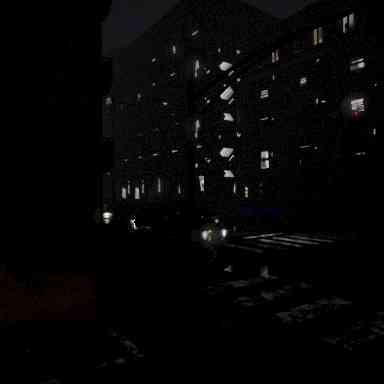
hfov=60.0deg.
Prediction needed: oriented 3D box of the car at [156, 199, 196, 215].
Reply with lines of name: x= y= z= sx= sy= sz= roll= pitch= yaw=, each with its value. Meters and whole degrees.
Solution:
car: x=-1.761 y=1.450 z=34.235 sx=1.752 sy=1.417 sz=4.829 roll=0 pitch=0 yaw=-36

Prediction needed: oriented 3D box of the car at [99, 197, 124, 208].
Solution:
car: x=-11.616 y=1.463 z=47.858 sx=1.887 sy=1.381 sz=4.507 roll=-1 pitch=0 yaw=-36

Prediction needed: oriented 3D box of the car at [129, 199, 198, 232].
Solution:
car: x=-1.826 y=1.441 z=20.026 sx=1.967 sy=1.590 sz=4.097 roll=0 pitch=0 yaw=-36

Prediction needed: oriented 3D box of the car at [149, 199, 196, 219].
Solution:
car: x=-1.858 y=1.424 z=29.940 sx=1.882 sy=1.535 sz=5.008 roll=-1 pitch=0 yaw=-36

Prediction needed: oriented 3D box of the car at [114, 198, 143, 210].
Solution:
car: x=-8.298 y=1.463 z=43.271 sx=1.887 sy=1.381 sz=4.507 roll=-1 pitch=0 yaw=-36

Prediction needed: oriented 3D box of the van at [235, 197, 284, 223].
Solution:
van: x=4.975 y=1.280 z=24.922 sx=1.690 sy=1.788 sz=3.998 roll=0 pitch=0 yaw=-36

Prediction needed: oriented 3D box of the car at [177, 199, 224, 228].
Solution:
car: x=0.043 y=1.473 z=21.859 sx=2.128 sy=1.511 sz=4.902 roll=-1 pitch=0 yaw=-36

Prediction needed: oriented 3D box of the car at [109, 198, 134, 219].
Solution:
car: x=-5.350 y=1.533 z=29.308 sx=1.994 sy=1.385 sz=4.181 roll=-1 pitch=0 yaw=-37

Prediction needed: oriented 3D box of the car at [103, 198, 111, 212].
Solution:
car: x=-11.337 y=1.439 z=37.608 sx=1.882 sy=1.535 sz=5.008 roll=-1 pitch=0 yaw=-36

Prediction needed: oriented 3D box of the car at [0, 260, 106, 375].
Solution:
car: x=-3.559 y=1.525 z=4.030 sx=4.829 sy=1.417 sz=1.752 roll=0 pitch=0 yaw=-35
